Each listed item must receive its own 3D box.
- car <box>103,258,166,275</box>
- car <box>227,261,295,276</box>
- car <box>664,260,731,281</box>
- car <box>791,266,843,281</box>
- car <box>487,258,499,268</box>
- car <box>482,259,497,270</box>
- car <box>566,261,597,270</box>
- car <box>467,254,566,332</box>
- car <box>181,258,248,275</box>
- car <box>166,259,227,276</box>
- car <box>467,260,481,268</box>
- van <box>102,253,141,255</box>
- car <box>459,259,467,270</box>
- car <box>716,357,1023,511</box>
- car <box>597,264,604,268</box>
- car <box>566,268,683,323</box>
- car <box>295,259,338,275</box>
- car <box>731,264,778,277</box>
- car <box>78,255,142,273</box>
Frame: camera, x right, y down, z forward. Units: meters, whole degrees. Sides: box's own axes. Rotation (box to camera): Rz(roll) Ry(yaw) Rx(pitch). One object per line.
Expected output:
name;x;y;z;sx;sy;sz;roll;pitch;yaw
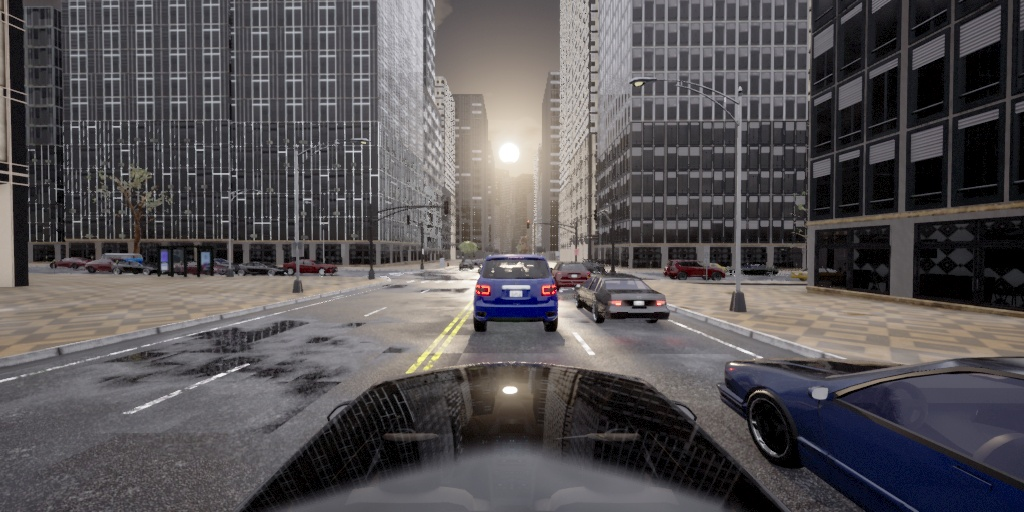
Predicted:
car;-34.097;1.069;32.887;4.313;1.339;1.948;0;0;1
car;-22.732;1.173;32.580;4.313;1.339;1.948;0;0;1
car;16.192;1.268;32.052;5.009;1.841;2.192;0;0;1
car;27.641;1.578;31.855;4.829;1.417;1.751;0;0;1
car;-3.319;1.180;62.961;1.882;1.535;5.008;0;0;0
car;-3.336;1.191;53.348;1.882;1.535;5.008;0;0;0
car;3.348;1.092;21.400;2.097;1.767;4.553;0;0;0
car;0.097;0.967;10.990;2.150;2.045;5.566;0;0;0
car;-29.269;0.995;35.422;4.902;1.511;2.128;1;1;1
car;-28.416;1.137;32.713;4.207;1.307;1.802;0;0;1
car;-6.571;1.304;62.760;1.895;1.301;4.718;0;0;0
van;-45.288;0.604;41.547;3.998;1.789;1.690;0;0;1
car;-6.602;1.220;52.457;1.837;1.490;4.892;0;0;-1
car;3.350;1.297;1.813;2.033;1.411;5.357;0;0;1
car;7.297;1.287;37.976;4.892;1.490;1.837;1;1;1
car;3.350;1.293;11.993;2.033;1.411;5.357;0;0;0
car;-19.767;1.068;35.228;5.008;1.535;1.882;1;1;0
car;25.014;1.538;37.678;4.718;1.301;1.895;1;1;1
car;-39.541;0.936;35.635;4.674;1.442;1.812;1;1;1
